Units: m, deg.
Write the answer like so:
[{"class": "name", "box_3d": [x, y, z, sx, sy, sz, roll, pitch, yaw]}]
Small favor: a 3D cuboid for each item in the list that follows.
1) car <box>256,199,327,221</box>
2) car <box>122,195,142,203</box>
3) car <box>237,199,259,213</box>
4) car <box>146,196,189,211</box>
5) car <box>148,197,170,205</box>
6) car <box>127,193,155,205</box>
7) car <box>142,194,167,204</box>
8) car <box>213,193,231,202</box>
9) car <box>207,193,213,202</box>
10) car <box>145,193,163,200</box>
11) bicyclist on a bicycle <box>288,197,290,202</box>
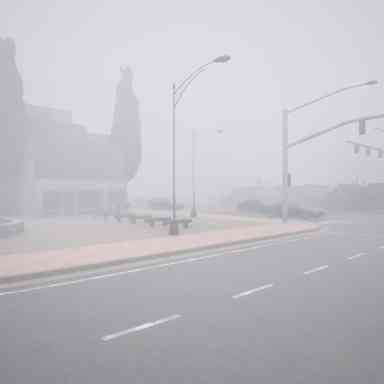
[{"class": "car", "box_3d": [8.361, 1.549, 27.853, 2.033, 1.411, 5.357, 0, 0, -40]}, {"class": "car", "box_3d": [-12.533, 1.481, 69.003, 1.882, 1.535, 5.008, 0, 0, -40]}, {"class": "car", "box_3d": [6.976, 1.480, 34.902, 1.882, 1.535, 5.008, 0, 0, -40]}, {"class": "car", "box_3d": [-3.149, 1.550, 41.439, 2.033, 1.411, 5.357, 0, 0, -40]}, {"class": "car", "box_3d": [-6.081, 1.567, 61.449, 1.994, 1.385, 4.181, 0, 0, -40]}, {"class": "car", "box_3d": [-9.160, 1.494, 59.666, 2.128, 1.511, 4.902, 0, 0, -40]}, {"class": "car", "box_3d": [-4.663, 1.495, 48.652, 2.128, 1.511, 4.902, 0, 0, -40]}, {"class": "car", "box_3d": [6.854, 1.400, 69.063, 3.806, 1.475, 1.970, 0, 0, -42]}, {"class": "car", "box_3d": [4.934, 1.160, 71.230, 3.866, 1.878, 1.905, 0, 0, -42]}, {"class": "car", "box_3d": [-10.046, 1.157, 88.042, 4.605, 1.855, 1.932, 0, 0, -42]}, {"class": "bicyclist on a bicycle", "box_3d": [12.882, 1.264, 44.843, 1.656, 1.620, 0.582, -7, 4, -40]}]
